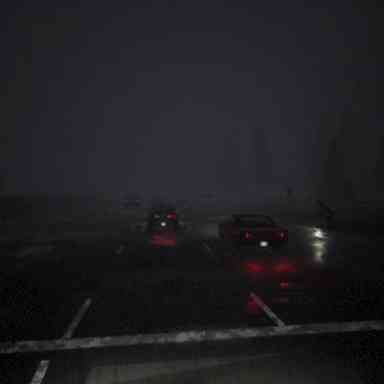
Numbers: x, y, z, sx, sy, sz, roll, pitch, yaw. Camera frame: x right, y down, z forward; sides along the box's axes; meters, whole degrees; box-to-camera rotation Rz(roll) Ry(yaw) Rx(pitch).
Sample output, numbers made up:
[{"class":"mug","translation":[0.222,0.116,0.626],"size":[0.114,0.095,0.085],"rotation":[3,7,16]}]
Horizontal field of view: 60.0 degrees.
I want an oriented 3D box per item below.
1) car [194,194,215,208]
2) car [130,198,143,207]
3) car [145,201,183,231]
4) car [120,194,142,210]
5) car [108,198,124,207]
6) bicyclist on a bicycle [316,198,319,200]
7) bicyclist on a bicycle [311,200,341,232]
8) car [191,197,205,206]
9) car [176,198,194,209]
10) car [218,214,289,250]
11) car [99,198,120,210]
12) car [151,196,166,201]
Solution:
[{"class":"car","translation":[1.952,1.270,49.557],"size":[2.150,2.045,5.566],"rotation":[0,0,-6]},{"class":"car","translation":[-9.290,1.726,55.642],"size":[1.895,1.301,4.718],"rotation":[0,0,-6]},{"class":"car","translation":[-1.840,1.542,20.836],"size":[1.837,1.490,4.892],"rotation":[0,0,-6]},{"class":"car","translation":[-8.241,1.328,46.114],"size":[2.150,2.045,5.566],"rotation":[0,0,-6]},{"class":"car","translation":[-12.893,1.695,56.422],"size":[2.033,1.411,5.357],"rotation":[0,0,-6]},{"class":"bicyclist on a bicycle","translation":[8.892,1.275,23.256],"size":[1.656,1.620,0.582],"rotation":[-1,0,-41]},{"class":"bicyclist on a bicycle","translation":[7.443,1.431,18.461],"size":[1.656,1.620,0.582],"rotation":[-1,0,6]},{"class":"car","translation":[0.960,1.592,58.486],"size":[1.812,1.442,4.674],"rotation":[0,0,-6]},{"class":"car","translation":[-1.301,1.630,47.629],"size":[1.994,1.385,4.181],"rotation":[0,0,-6]},{"class":"car","translation":[2.389,1.604,14.342],"size":[1.895,1.301,4.718],"rotation":[0,0,-6]},{"class":"car","translation":[-11.723,1.606,46.682],"size":[1.882,1.535,5.008],"rotation":[0,0,-6]},{"class":"car","translation":[-4.950,1.441,48.992],"size":[2.097,1.767,4.553],"rotation":[0,0,-6]}]
